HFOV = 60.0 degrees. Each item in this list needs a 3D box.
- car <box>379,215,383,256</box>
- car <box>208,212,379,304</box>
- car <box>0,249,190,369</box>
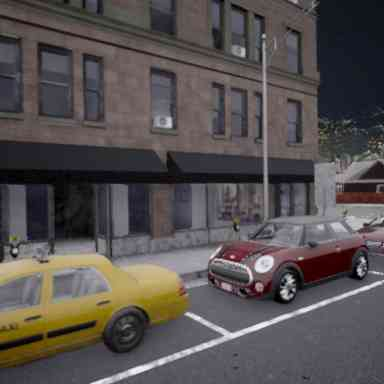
[{"bbox_3d":[6.810,1.386,11.022,4.206,1.307,1.802,-1,1,-35],"label":"car"},{"bbox_3d":[2.310,1.339,7.823,4.097,1.590,1.967,-1,1,-35],"label":"car"},{"bbox_3d":[-2.325,1.521,4.527,4.829,1.417,1.752,-1,1,-35],"label":"car"}]
